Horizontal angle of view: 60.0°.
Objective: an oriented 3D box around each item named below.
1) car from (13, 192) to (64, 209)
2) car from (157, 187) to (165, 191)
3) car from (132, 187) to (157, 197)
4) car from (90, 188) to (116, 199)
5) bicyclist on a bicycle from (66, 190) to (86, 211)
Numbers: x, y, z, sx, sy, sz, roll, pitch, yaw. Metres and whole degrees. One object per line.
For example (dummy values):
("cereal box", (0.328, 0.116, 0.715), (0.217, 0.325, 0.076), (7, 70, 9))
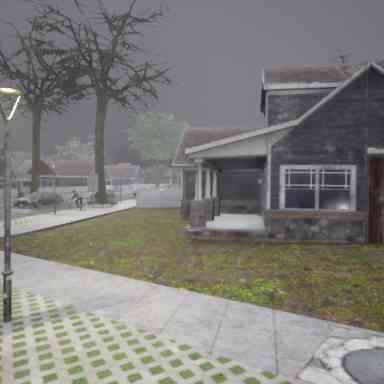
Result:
("car", (-14.098, 0.679, 30.974), (2.033, 1.411, 5.357), (1, 2, 10))
("car", (-5.707, -0.295, 60.963), (1.895, 1.301, 4.718), (1, 2, 10))
("car", (-7.454, 0.033, 51.111), (1.895, 1.301, 4.718), (1, 2, 11))
("car", (-11.698, 0.218, 43.890), (1.994, 1.385, 4.181), (1, 2, 12))
("bicyclist on a bicycle", (-9.059, 0.689, 25.922), (1.656, 1.620, 0.582), (1, 2, 10))
